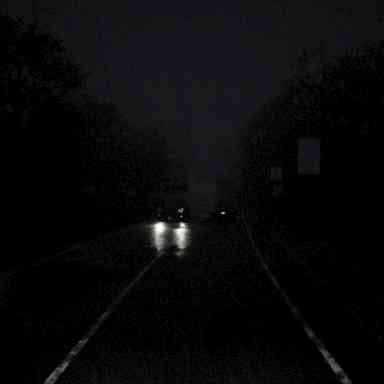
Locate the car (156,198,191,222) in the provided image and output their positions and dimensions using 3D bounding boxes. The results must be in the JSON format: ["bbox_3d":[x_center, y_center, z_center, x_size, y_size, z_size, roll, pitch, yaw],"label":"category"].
[{"bbox_3d":[-1.328,1.272,25.811,2.097,1.767,4.553,1,0,7],"label":"car"}]

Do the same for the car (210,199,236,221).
[{"bbox_3d":[2.549,1.527,26.714,1.994,1.385,4.181,1,0,7],"label":"car"}]
